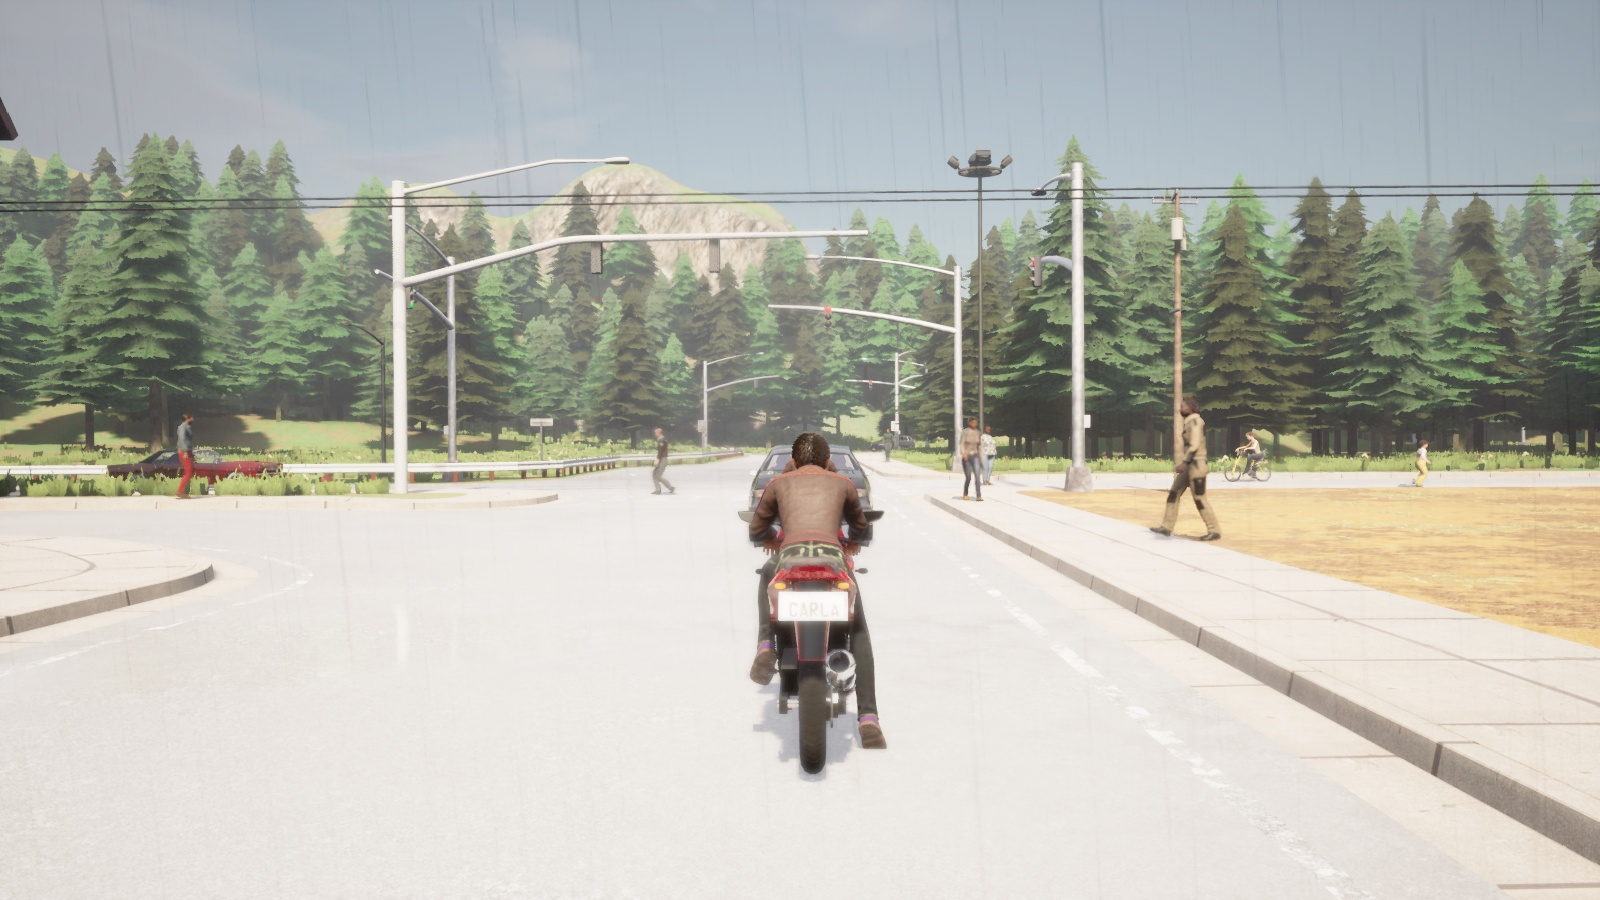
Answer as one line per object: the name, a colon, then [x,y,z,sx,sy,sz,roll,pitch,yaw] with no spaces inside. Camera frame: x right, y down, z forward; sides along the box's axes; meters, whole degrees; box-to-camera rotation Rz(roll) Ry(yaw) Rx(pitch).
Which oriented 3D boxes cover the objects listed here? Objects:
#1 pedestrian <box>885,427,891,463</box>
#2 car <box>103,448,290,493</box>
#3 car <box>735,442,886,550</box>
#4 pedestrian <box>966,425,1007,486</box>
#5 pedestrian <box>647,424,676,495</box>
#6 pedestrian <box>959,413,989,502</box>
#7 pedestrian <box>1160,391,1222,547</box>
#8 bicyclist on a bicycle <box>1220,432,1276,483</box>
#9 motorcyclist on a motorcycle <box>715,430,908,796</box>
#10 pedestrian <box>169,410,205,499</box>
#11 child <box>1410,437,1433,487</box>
pedestrian: [4.609,-0.260,65.799,0.353,1.847,0.614,0,1,4]
car: [-18.043,0.596,37.681,4.718,1.301,1.895,0,1,1]
car: [0.165,0.601,19.547,2.033,1.411,5.357,0,1,1]
pedestrian: [5.746,0.162,38.668,0.874,1.855,0.900,-1,1,-36]
pedestrian: [-3.642,0.246,32.945,0.720,1.854,0.376,0,1,-2]
pedestrian: [3.587,0.139,25.905,0.328,1.805,0.869,0,1,-13]
pedestrian: [4.911,0.233,15.793,0.692,1.930,0.396,0,1,9]
bicyclist on a bicycle: [14.378,0.245,40.329,1.509,1.612,0.866,0,1,2]
motorcyclist on a motorcycle: [0.057,0.671,6.254,0.797,1.523,2.044,0,1,0]
pedestrian: [-12.920,0.091,26.471,0.614,1.847,0.353,0,1,-19]
child: [15.650,0.305,31.632,0.437,1.263,0.270,0,1,4]
